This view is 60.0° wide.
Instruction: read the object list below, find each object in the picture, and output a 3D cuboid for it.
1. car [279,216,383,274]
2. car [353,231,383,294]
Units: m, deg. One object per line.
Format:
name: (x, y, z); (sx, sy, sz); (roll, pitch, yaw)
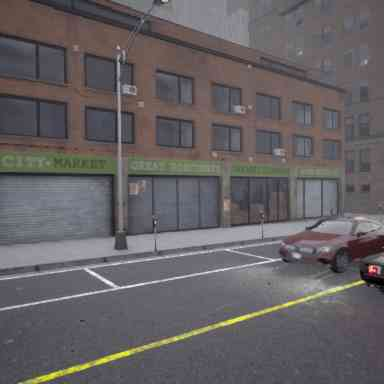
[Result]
car: (4.832, 1.523, 10.688); (4.674, 1.442, 1.812); (0, 0, -35)
car: (5.865, 1.599, 7.485); (4.718, 1.301, 1.895); (0, 0, -35)
